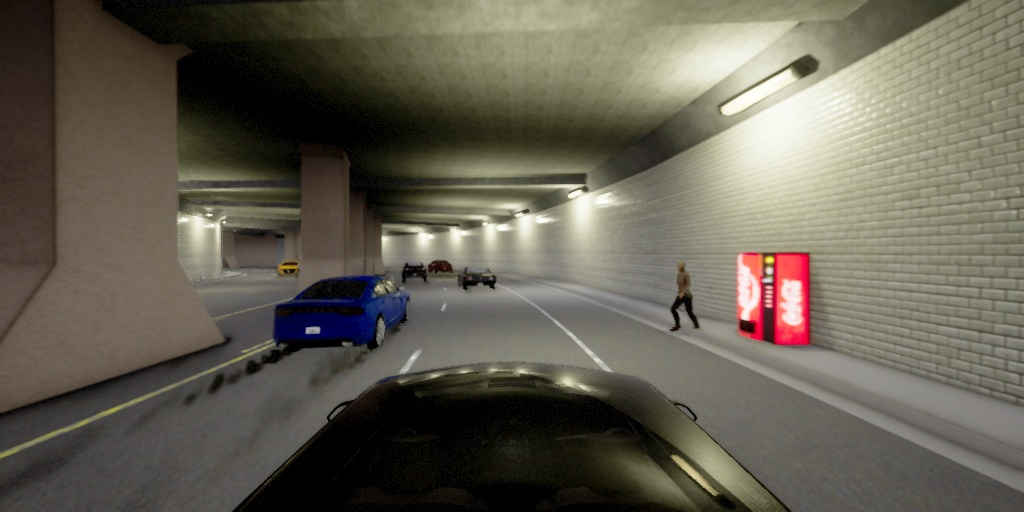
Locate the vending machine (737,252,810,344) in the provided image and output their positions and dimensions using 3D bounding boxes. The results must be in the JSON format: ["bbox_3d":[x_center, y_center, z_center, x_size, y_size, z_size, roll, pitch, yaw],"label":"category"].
[{"bbox_3d":[5.689,0.899,7.871,1.100,2.100,0.880,0,0,-4],"label":"vending machine"}]

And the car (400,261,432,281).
[{"bbox_3d":[-7.999,1.178,29.130,2.128,1.511,4.902,0,0,-18],"label":"car"}]

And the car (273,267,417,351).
[{"bbox_3d":[-3.906,1.218,9.109,1.882,1.535,5.008,0,0,-5],"label":"car"}]

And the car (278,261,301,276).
[{"bbox_3d":[-22.276,1.200,36.166,1.882,1.535,5.008,0,0,-28],"label":"car"}]

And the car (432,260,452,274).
[{"bbox_3d":[-7.962,1.128,39.191,1.882,1.535,5.008,0,0,-25],"label":"car"}]

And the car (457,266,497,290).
[{"bbox_3d":[-2.300,1.287,22.200,1.895,1.301,4.718,0,0,-14],"label":"car"}]

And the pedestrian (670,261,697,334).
[{"bbox_3d":[4.235,1.000,8.869,0.375,1.860,0.375,0,0,-5],"label":"pedestrian"}]
